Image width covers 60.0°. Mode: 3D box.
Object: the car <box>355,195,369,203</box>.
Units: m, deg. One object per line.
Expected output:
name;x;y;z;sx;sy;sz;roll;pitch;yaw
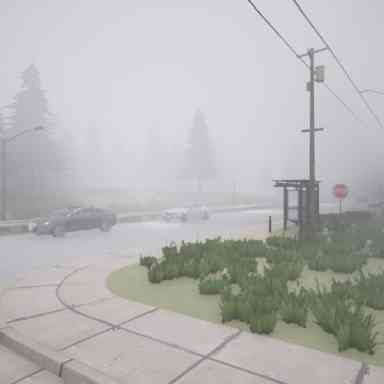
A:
car;36.419;1.356;71.107;2.097;1.767;4.553;0;0;36

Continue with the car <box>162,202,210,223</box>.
car;-0.353;1.526;26.023;1.812;1.442;4.674;0;0;36

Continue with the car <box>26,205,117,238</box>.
car;-6.273;1.492;17.851;2.128;1.511;4.902;0;0;36
